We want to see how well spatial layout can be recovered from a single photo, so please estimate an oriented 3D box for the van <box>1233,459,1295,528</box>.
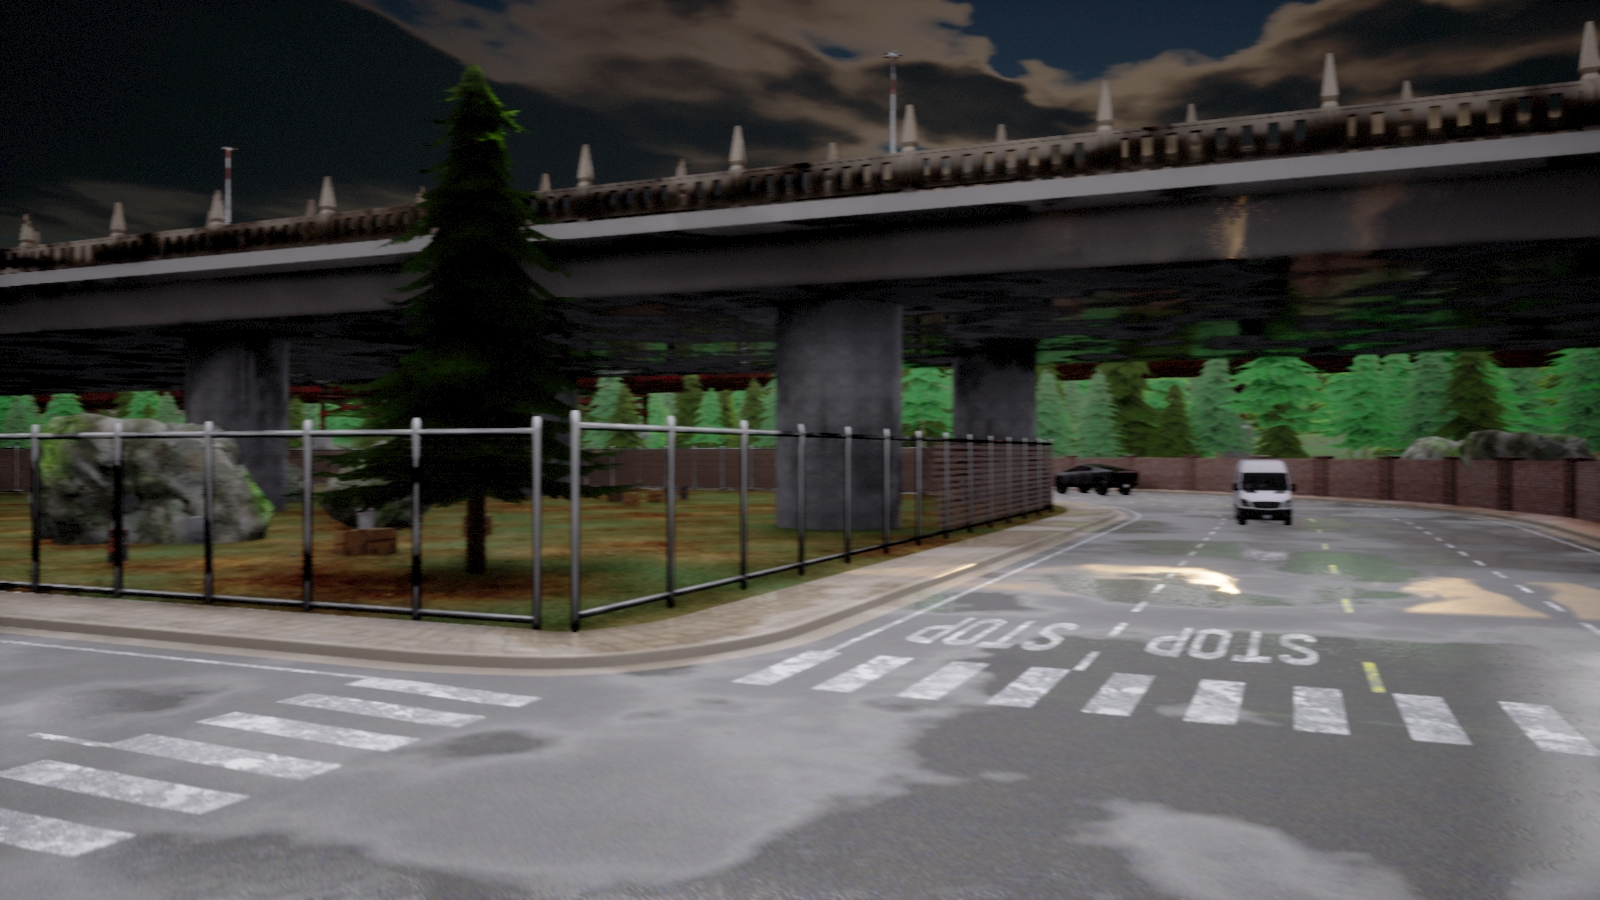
[{"bbox_3d":[18.761,1.666,46.402,1.988,2.561,5.915,0,0,19],"label":"van"}]
